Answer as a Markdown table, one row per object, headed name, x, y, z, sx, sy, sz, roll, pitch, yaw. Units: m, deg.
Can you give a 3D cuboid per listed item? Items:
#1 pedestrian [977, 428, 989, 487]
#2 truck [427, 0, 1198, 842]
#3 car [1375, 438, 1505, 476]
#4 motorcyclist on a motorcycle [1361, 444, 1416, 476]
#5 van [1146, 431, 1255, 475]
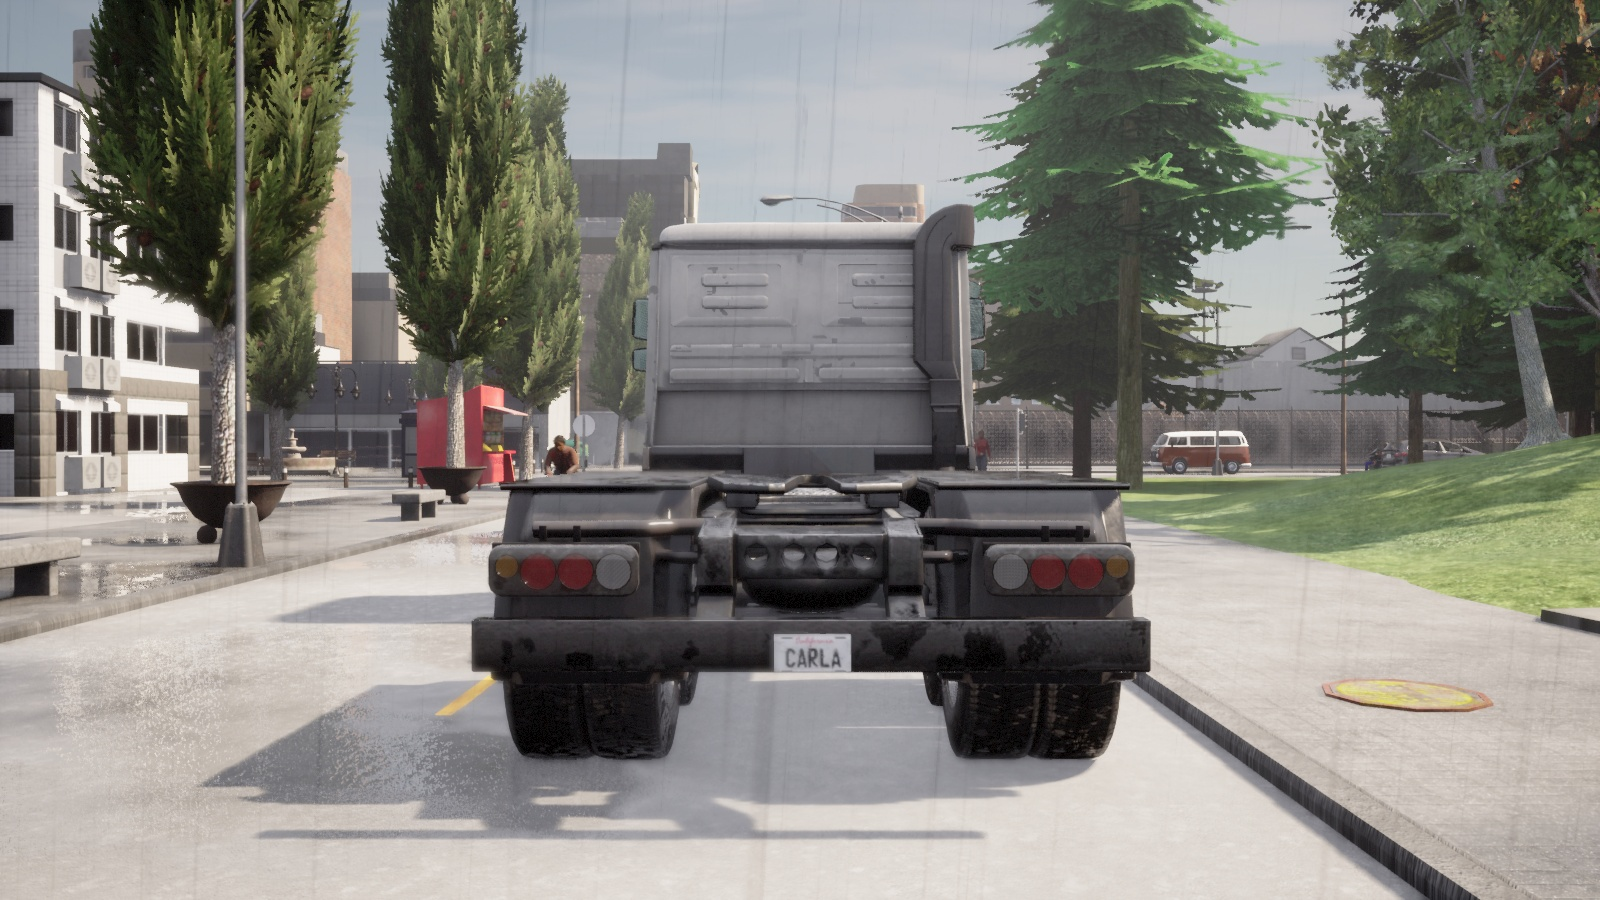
| name | x | y | z | sx | sy | sz | roll | pitch | yaw |
| --- | --- | --- | --- | --- | --- | --- | --- | --- | --- |
| pedestrian | 5.754 | 0.238 | 39.497 | 0.331 | 1.846 | 0.636 | 0 | 0 | 2 |
| truck | 0.066 | -0.284 | 8.680 | 2.891 | 3.462 | 7.936 | 0 | 0 | 0 |
| car | 28.257 | 0.300 | 55.584 | 4.611 | 1.667 | 2.242 | 0 | 0 | 0 |
| motorcyclist on a motorcycle | 27.907 | 0.468 | 59.590 | 2.191 | 1.530 | 0.866 | 0 | 0 | 0 |
| van | 18.968 | 0.149 | 59.629 | 4.480 | 2.038 | 2.069 | 0 | 0 | 0 |
